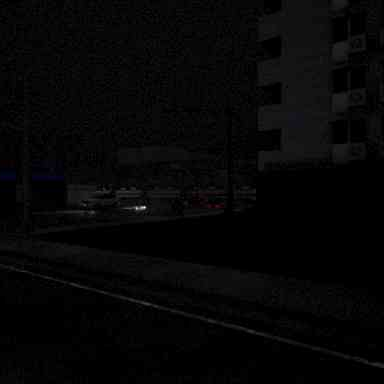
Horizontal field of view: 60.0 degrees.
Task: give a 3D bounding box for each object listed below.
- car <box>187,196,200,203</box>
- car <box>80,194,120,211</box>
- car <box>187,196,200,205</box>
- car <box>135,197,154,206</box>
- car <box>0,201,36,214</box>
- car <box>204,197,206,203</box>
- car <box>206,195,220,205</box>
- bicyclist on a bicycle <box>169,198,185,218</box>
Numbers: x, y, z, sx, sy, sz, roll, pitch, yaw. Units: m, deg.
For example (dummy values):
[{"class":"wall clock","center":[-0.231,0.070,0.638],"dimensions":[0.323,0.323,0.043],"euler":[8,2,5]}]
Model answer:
[{"class":"car","center":[0.293,1.564,67.513],"dimensions":[1.994,1.385,4.181],"euler":[0,0,-8]},{"class":"car","center":[-11.556,1.221,42.203],"dimensions":[2.150,2.045,5.566],"euler":[0,0,27]},{"class":"car","center":[0.352,1.564,59.102],"dimensions":[1.994,1.385,4.181],"euler":[0,0,4]},{"class":"car","center":[-7.555,1.489,53.372],"dimensions":[2.128,1.511,4.902],"euler":[0,0,12]},{"class":"car","center":[-17.969,1.601,32.505],"dimensions":[1.895,1.301,4.718],"euler":[0,0,35]},{"class":"car","center":[3.835,1.352,67.370],"dimensions":[2.097,1.767,4.553],"euler":[0,0,-8]},{"class":"car","center":[3.825,1.526,58.512],"dimensions":[1.812,1.442,4.674],"euler":[0,0,4]},{"class":"bicyclist on a bicycle","center":[-1.250,1.301,27.342],"dimensions":[1.656,1.620,0.582],"euler":[0,0,36]}]
